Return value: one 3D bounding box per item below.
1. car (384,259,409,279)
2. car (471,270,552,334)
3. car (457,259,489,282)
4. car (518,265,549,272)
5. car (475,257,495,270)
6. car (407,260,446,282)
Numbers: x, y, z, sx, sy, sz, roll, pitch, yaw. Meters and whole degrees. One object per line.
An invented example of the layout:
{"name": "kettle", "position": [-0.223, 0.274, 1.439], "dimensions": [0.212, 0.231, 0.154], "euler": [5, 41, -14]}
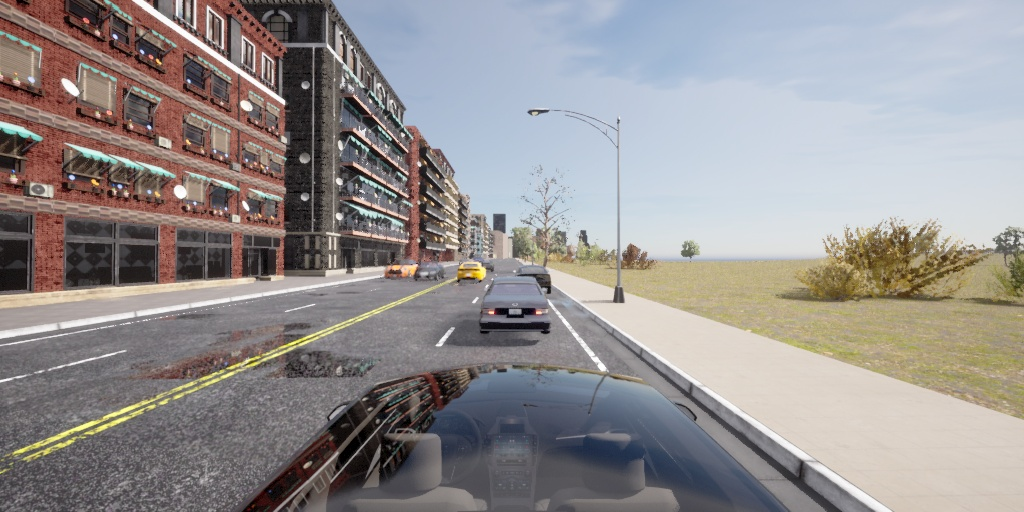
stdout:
{"name": "car", "position": [-9.897, 1.104, 32.494], "dimensions": [2.097, 1.767, 4.553], "euler": [0, 0, 0]}
{"name": "car", "position": [0.089, 1.299, 10.597], "dimensions": [2.033, 1.411, 5.357], "euler": [0, 0, 0]}
{"name": "car", "position": [-3.190, 1.230, 28.786], "dimensions": [1.882, 1.535, 5.008], "euler": [0, 0, 0]}
{"name": "car", "position": [1.109, 1.230, 20.361], "dimensions": [1.882, 1.535, 5.008], "euler": [0, 0, 0]}
{"name": "car", "position": [-3.223, 1.242, 46.027], "dimensions": [2.128, 1.511, 4.902], "euler": [0, 0, 1]}
{"name": "car", "position": [-6.642, 1.244, 29.310], "dimensions": [2.128, 1.511, 4.902], "euler": [0, 0, 0]}
